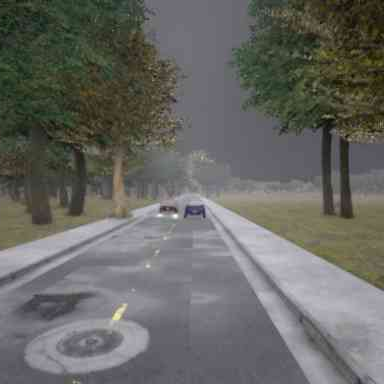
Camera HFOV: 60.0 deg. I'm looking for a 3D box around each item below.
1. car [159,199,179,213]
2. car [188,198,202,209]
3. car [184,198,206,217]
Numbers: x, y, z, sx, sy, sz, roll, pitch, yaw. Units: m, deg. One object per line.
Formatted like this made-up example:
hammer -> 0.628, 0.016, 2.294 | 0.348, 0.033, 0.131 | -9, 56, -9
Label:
car -> -2.501, 1.486, 36.873 | 1.882, 1.535, 5.008 | 0, 0, 1
car -> 0.395, 1.543, 46.696 | 1.812, 1.442, 4.674 | 0, 0, 1
car -> 0.278, 1.484, 30.903 | 1.882, 1.535, 5.008 | 0, 0, 1
